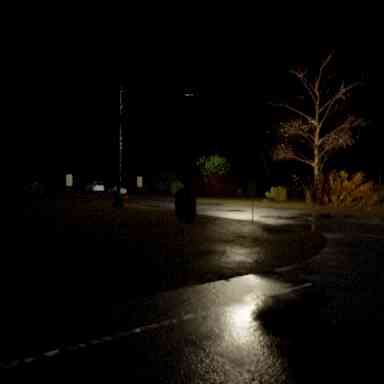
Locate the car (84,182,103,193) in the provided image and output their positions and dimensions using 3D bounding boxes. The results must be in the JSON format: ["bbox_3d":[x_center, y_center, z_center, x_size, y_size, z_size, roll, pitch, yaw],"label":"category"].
[{"bbox_3d":[-17.641,-0.838,59.930,2.150,2.045,5.566,0,2,-36],"label":"car"}]

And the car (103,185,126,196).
[{"bbox_3d":[-11.784,-0.211,51.795,1.812,1.442,4.674,0,2,-36],"label":"car"}]
